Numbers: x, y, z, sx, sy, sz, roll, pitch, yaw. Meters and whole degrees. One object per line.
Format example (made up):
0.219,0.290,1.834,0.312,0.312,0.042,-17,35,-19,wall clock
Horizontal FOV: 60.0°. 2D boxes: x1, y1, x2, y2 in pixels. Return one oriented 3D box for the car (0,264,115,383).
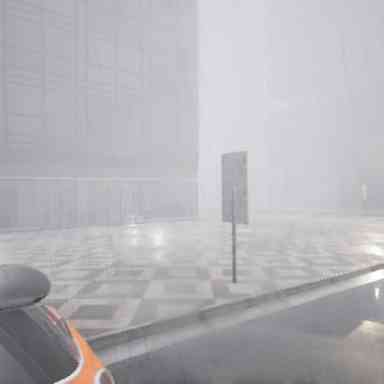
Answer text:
-2.634,1.354,1.496,4.553,1.767,2.097,0,0,-35,car
